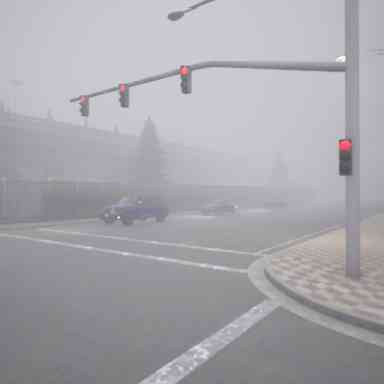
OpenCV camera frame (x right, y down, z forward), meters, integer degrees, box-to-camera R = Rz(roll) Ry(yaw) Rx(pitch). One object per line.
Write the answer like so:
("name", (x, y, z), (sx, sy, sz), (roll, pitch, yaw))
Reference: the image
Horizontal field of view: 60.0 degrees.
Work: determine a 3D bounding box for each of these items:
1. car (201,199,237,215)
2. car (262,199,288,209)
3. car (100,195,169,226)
("car", (2.762, 1.497, 33.278), (1.837, 1.490, 4.892), (0, 0, 37))
("car", (11.102, 1.580, 44.480), (1.895, 1.301, 4.718), (0, 0, 37))
("car", (-3.988, 1.225, 24.179), (2.150, 2.045, 5.566), (0, 0, 37))
